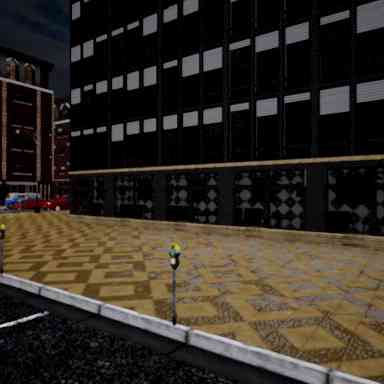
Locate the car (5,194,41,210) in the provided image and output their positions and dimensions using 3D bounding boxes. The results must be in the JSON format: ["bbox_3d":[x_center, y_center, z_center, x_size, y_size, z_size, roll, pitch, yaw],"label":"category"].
[{"bbox_3d":[-18.400,1.276,37.533,1.994,1.385,4.181,0,1,35],"label":"car"}]

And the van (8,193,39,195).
[{"bbox_3d":[-19.972,1.038,39.566,1.690,1.788,3.998,1,1,35],"label":"van"}]

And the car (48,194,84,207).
[{"bbox_3d":[-16.737,1.067,44.207,1.967,1.590,4.097,1,1,35],"label":"car"}]

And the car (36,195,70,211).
[{"bbox_3d":[-13.495,1.259,35.083,1.887,1.381,4.507,1,1,35],"label":"car"}]
